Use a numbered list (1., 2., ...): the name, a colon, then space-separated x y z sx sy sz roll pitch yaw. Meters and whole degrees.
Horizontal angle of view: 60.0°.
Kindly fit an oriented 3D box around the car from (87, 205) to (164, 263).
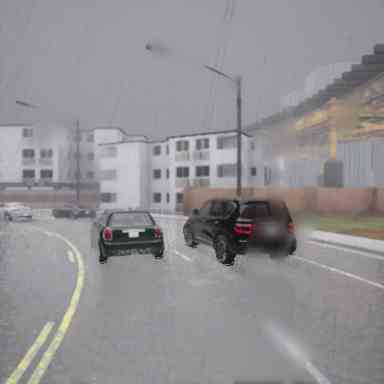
1. car: -2.560 1.343 12.336 2.097 1.767 4.553 0 0 -21

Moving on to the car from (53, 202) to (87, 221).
1. car: -9.821 1.560 27.666 4.181 1.385 1.994 0 0 40

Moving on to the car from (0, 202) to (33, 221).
1. car: -14.759 1.541 27.013 4.674 1.442 1.812 0 0 34

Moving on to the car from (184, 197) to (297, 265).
1. car: 1.425 1.198 11.938 2.150 2.045 5.566 0 0 -18

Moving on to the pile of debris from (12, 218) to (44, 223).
1. pile of debris: -12.581 2.185 25.535 1.860 0.140 1.500 0 0 38
